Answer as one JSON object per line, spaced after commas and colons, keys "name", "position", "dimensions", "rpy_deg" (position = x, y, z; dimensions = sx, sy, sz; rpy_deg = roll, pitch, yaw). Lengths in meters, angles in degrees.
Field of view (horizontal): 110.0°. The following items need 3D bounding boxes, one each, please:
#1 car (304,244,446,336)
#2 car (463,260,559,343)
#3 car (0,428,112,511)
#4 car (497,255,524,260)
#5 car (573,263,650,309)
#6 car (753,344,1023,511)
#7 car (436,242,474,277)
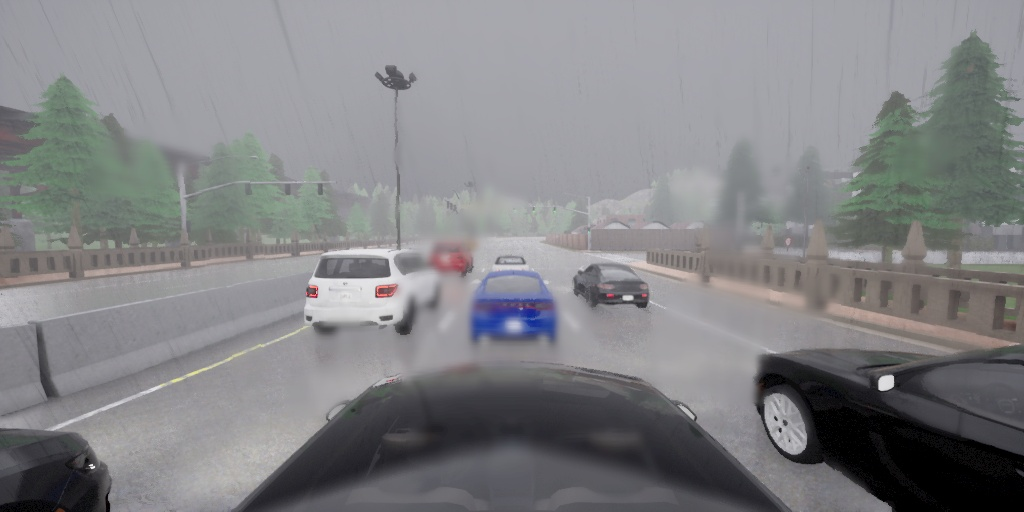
{"name": "car", "position": [-3.478, 0.803, 10.061], "dimensions": [2.150, 2.045, 5.566], "rpy_deg": [0, 2, -1]}
{"name": "car", "position": [0.027, 1.087, 9.329], "dimensions": [1.882, 1.535, 5.008], "rpy_deg": [0, 2, 0]}
{"name": "car", "position": [-3.390, 1.254, 0.163], "dimensions": [1.837, 1.490, 4.892], "rpy_deg": [0, 0, -1]}
{"name": "car", "position": [-0.092, 0.624, 20.321], "dimensions": [1.895, 1.301, 4.718], "rpy_deg": [0, 3, -1]}
{"name": "car", "position": [3.486, 0.971, 13.143], "dimensions": [1.812, 1.442, 4.674], "rpy_deg": [0, 3, -1]}
{"name": "car", "position": [3.598, 1.227, 1.913], "dimensions": [1.882, 1.535, 5.008], "rpy_deg": [0, 0, 0]}
{"name": "car", "position": [-3.613, 0.139, 22.083], "dimensions": [2.150, 2.045, 5.566], "rpy_deg": [0, 4, -1]}
